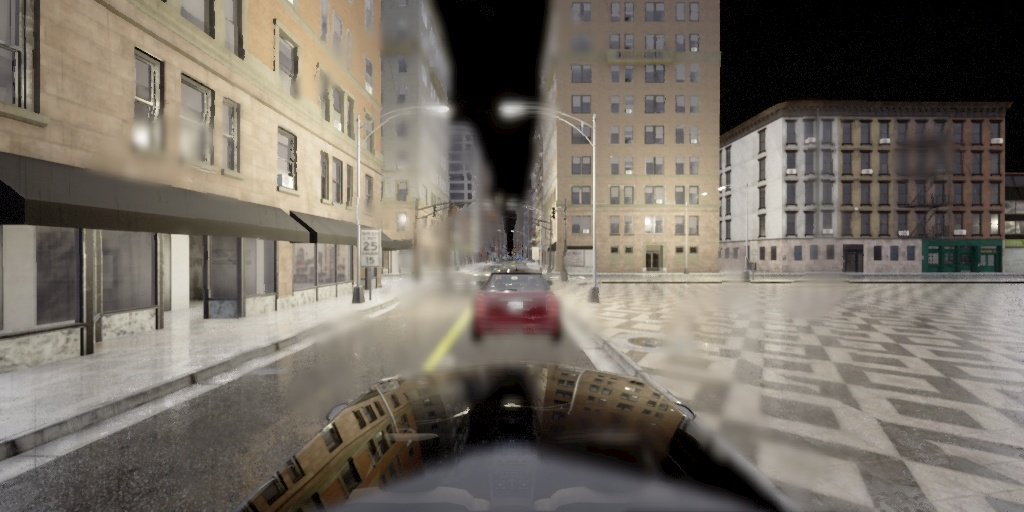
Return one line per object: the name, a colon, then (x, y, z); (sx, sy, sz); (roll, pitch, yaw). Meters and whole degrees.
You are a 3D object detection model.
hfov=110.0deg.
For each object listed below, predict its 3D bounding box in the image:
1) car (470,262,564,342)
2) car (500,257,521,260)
car: (0.112, 1.101, 9.884); (2.097, 1.767, 4.553); (0, 0, 0)
car: (0.073, 1.099, 19.701); (2.097, 1.767, 4.553); (0, 0, -1)
